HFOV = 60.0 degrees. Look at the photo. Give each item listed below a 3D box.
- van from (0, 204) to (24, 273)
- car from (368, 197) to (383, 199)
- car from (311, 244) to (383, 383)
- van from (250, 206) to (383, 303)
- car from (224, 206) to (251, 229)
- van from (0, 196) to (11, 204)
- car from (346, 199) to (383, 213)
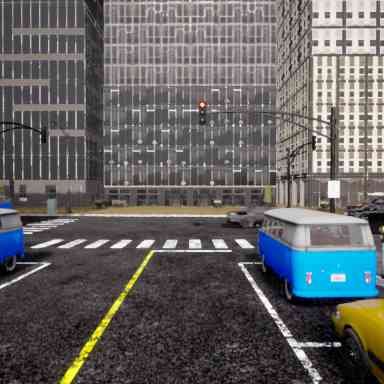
[{"bbox_3d":[-5.699,1.339,7.986,1.690,1.788,3.998,-1,0,0],"label":"van"},{"bbox_3d":[15.252,1.339,27.278,5.009,1.841,2.192,0,1,0],"label":"car"},{"bbox_3d":[2.682,1.525,2.521,1.752,1.417,4.829,-1,0,0],"label":"car"},{"bbox_3d":[2.682,1.339,7.953,1.690,1.788,3.998,-1,0,0],"label":"van"},{"bbox_3d":[4.789,1.597,21.551,5.357,1.411,2.033,0,1,0],"label":"car"},{"bbox_3d":[-17.138,1.201,27.486,3.998,1.788,1.690,0,1,0],"label":"van"},{"bbox_3d":[13.824,1.544,24.688,4.902,1.511,2.128,0,1,0],"label":"car"}]
